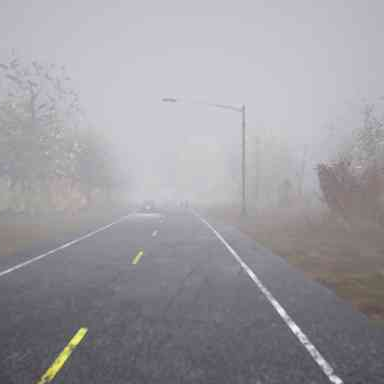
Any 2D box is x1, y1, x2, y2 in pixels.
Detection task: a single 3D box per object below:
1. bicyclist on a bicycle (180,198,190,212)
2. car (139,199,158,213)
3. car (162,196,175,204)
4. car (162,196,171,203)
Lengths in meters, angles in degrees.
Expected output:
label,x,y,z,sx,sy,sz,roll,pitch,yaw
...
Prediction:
label,x,y,z,sx,sy,sz,roll,pitch,yaw
bicyclist on a bicycle,-0.616,1.591,39.832,0.866,1.612,1.509,0,0,-4
car,-5.223,1.653,40.220,2.128,1.511,4.902,0,0,-4
car,-4.684,1.745,69.481,2.128,1.511,4.902,0,0,-8
car,-6.174,1.729,79.873,1.837,1.490,4.892,0,0,-9
